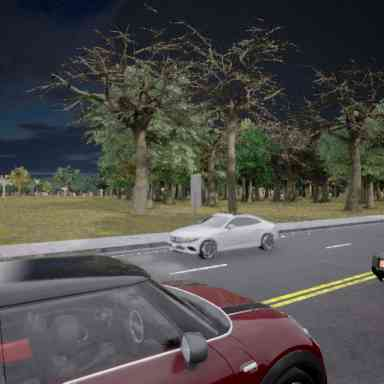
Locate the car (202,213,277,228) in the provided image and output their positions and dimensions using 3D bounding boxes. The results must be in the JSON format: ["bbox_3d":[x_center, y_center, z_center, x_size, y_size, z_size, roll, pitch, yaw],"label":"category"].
[{"bbox_3d":[1.301,1.527,12.579,4.674,1.442,1.812,0,0,-35],"label":"car"}]

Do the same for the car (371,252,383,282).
[{"bbox_3d":[6.382,1.603,7.978,4.718,1.301,1.895,0,0,-35],"label":"car"}]

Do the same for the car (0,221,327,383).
[{"bbox_3d":[-0.903,1.352,2.795,4.553,1.767,2.097,0,0,-35],"label":"car"}]
